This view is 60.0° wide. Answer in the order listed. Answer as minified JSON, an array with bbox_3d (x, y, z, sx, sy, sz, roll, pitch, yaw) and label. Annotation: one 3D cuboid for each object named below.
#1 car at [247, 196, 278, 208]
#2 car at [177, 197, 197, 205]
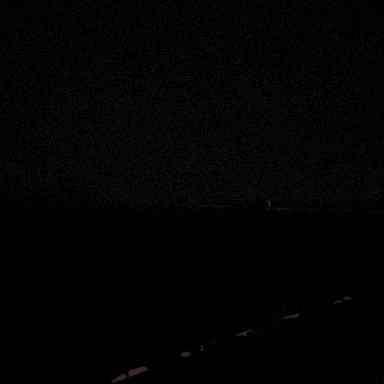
[{"bbox_3d":[9.955,1.385,47.360,2.097,1.767,4.553,1,-1,-36],"label":"car"},{"bbox_3d":[-0.942,1.735,62.626,2.128,1.511,4.902,1,-1,-36],"label":"car"}]
